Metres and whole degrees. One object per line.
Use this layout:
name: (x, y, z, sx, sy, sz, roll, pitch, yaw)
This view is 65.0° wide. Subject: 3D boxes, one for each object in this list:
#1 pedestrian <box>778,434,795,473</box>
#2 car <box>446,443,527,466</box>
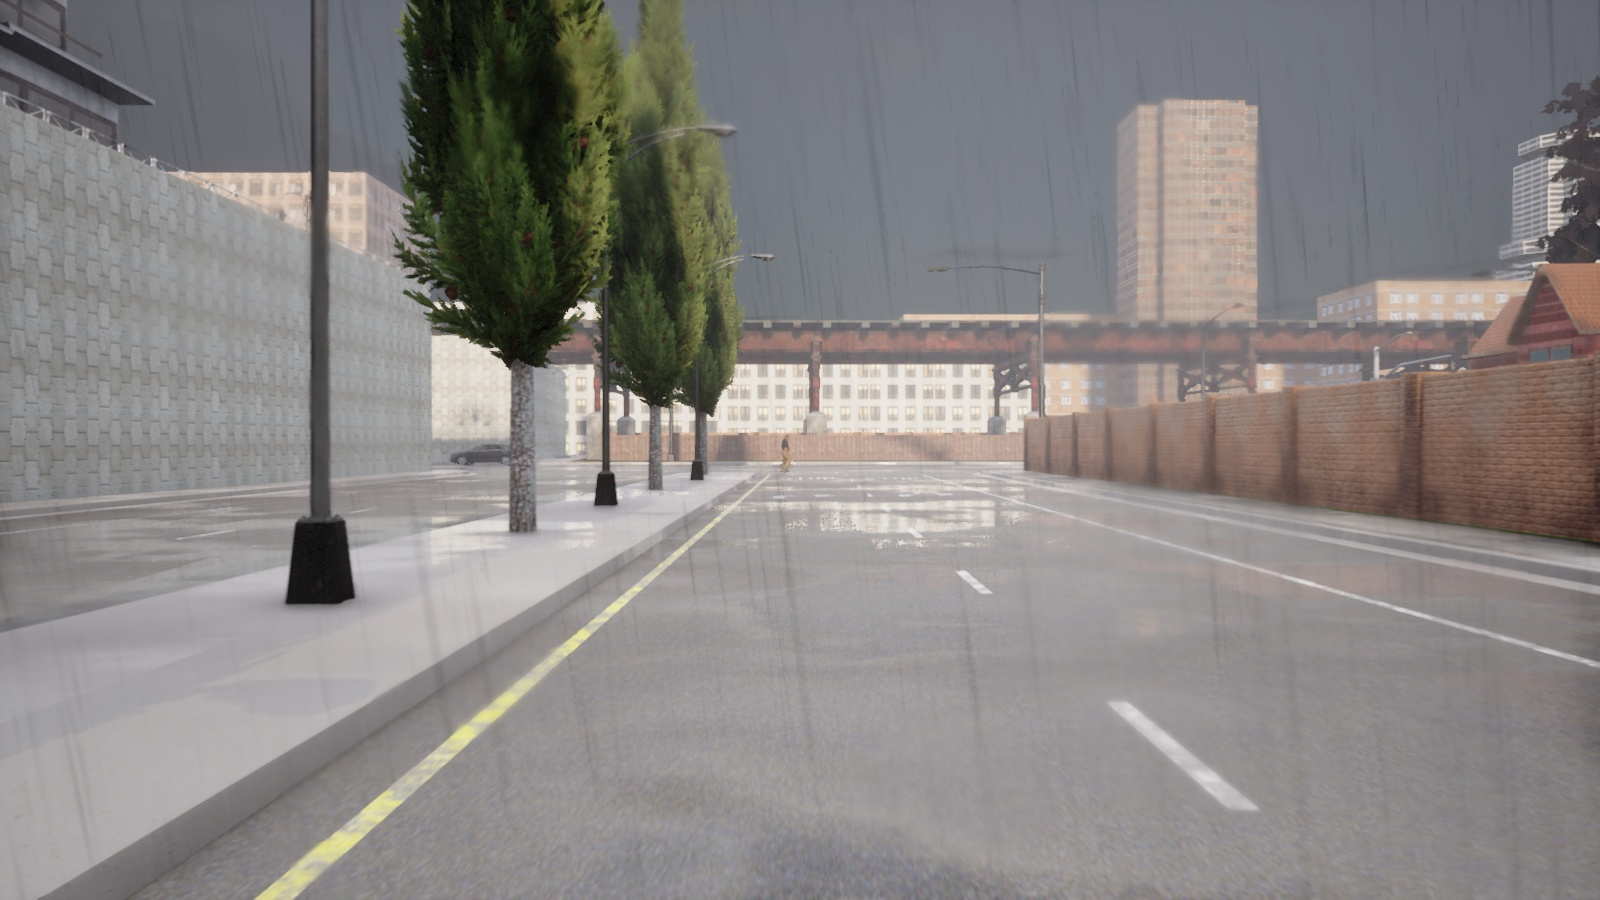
pedestrian: (-0.644, 0.157, 59.313, 0.694, 1.848, 0.540, 0, 0, -11)
car: (-20.636, 0.269, 82.726, 4.892, 1.490, 1.837, 0, 0, 1)
